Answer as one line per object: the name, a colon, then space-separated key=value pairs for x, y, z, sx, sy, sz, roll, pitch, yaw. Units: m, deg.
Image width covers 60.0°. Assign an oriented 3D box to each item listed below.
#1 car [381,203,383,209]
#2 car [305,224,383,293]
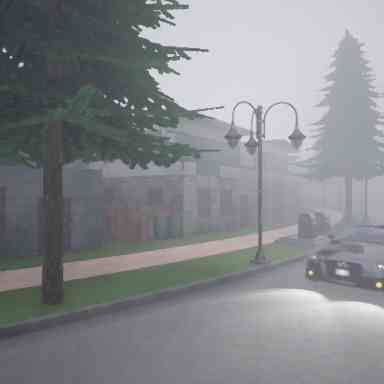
car: x=25.173 y=1.597 z=40.968 sx=1.895 sy=1.301 sz=4.718 roll=0 pitch=0 yaw=9
car: x=4.646 y=1.563 z=8.655 sx=1.994 sy=1.385 sz=4.181 roll=0 pitch=0 yaw=44
